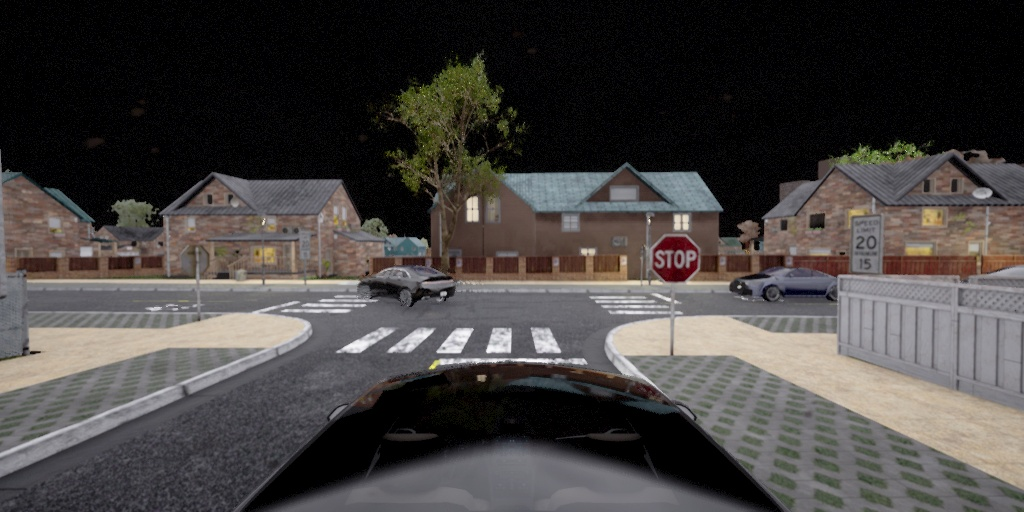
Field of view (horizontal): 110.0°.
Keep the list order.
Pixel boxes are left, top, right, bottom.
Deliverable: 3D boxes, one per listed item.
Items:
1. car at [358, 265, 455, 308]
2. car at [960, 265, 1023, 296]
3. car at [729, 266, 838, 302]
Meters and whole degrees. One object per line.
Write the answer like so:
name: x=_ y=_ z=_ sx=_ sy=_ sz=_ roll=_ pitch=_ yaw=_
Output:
car: x=-4.458 y=1.133 z=14.793 sx=4.902 sy=1.511 sz=2.128 roll=1 pitch=2 yaw=38
car: x=22.064 y=1.122 z=15.290 sx=4.674 sy=1.442 sz=1.812 roll=0 pitch=2 yaw=1
car: x=11.879 y=1.162 z=15.569 sx=4.181 sy=1.385 sz=1.994 roll=0 pitch=2 yaw=1
